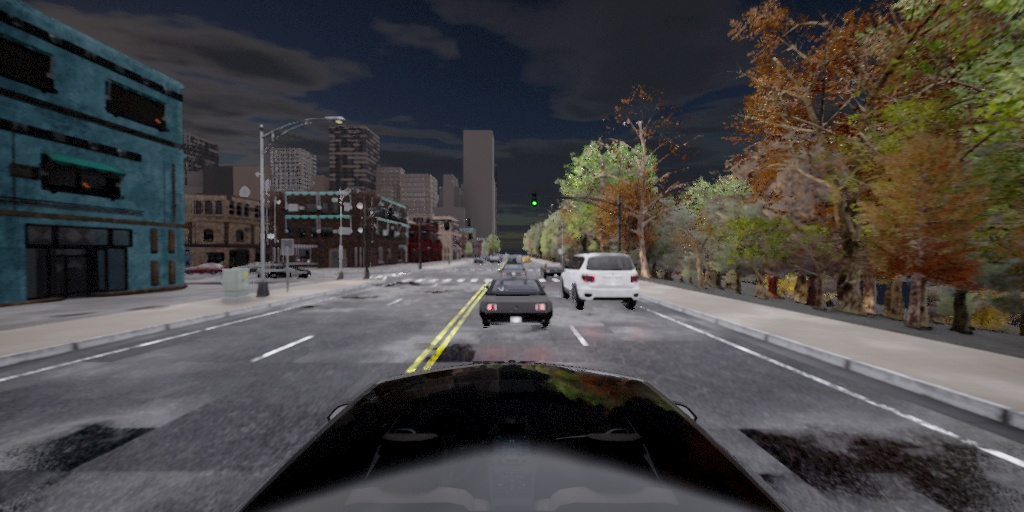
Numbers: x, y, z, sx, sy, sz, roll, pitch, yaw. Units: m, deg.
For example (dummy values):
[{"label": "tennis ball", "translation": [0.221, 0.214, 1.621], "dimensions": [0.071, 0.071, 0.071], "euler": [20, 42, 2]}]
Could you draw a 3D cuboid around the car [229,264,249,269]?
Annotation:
[{"label": "car", "translation": [-28.267, 1.329, 39.948], "dimensions": [4.403, 1.370, 2.007], "euler": [0, 0, 0]}]

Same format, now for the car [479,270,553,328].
[{"label": "car", "translation": [0.105, 1.292, 11.149], "dimensions": [1.895, 1.301, 4.718], "euler": [0, 0, 0]}]

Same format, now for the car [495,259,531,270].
[{"label": "car", "translation": [0.107, 1.153, 25.027], "dimensions": [2.033, 1.411, 5.357], "euler": [0, 0, 0]}]

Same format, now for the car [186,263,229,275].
[{"label": "car", "translation": [-33.803, 1.423, 39.957], "dimensions": [4.207, 1.307, 1.802], "euler": [0, 0, 0]}]

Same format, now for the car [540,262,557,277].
[{"label": "car", "translation": [3.358, 1.178, 29.527], "dimensions": [1.895, 1.301, 4.718], "euler": [0, 0, 0]}]

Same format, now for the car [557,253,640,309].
[{"label": "car", "translation": [3.355, 0.893, 14.587], "dimensions": [2.150, 2.045, 5.566], "euler": [0, 1, 0]}]

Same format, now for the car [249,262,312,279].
[{"label": "car", "translation": [-19.937, 1.384, 31.433], "dimensions": [4.313, 1.339, 1.948], "euler": [0, 0, 0]}]
